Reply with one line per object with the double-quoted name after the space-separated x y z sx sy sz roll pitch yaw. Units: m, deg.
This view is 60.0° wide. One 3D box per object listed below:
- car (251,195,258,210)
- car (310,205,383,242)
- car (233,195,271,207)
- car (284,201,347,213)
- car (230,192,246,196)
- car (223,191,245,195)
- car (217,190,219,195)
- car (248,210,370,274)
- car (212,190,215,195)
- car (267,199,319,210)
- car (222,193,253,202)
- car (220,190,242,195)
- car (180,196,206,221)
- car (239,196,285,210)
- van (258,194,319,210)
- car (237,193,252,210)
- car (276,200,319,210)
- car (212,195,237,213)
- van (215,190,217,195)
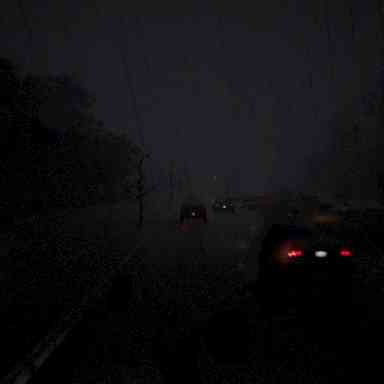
8.039 1.206 29.614 4.553 1.767 2.185 1 1 -20 "car"
8.040 1.494 14.687 4.792 1.488 2.163 1 1 -20 "car"
8.060 1.161 44.539 4.674 1.452 2.002 1 1 -20 "car"
7.896 1.442 17.614 5.366 1.575 1.946 1 1 -20 "car"
7.892 1.157 41.490 5.366 1.575 1.946 0 1 -20 "car"
8.073 1.015 53.478 4.892 1.521 2.231 1 1 -20 "car"
8.236 0.901 65.477 5.366 1.575 1.946 1 0 -20 "car"
3.098 1.538 10.497 2.033 1.411 5.357 0 0 0 "car"
7.888 0.827 74.292 5.366 1.575 1.946 1 1 -20 "car"
8.062 1.438 23.656 4.674 1.452 2.002 1 0 -20 "car"
8.068 0.954 59.444 5.008 1.535 2.097 1 1 -20 "car"
8.092 0.731 56.477 5.566 2.045 2.435 1 0 -20 "car"
0.095 1.365 25.686 1.882 1.535 5.008 0 0 0 "car"
8.091 1.235 38.586 4.792 1.488 2.163 0 1 -20 "car"
7.961 1.143 26.585 4.442 1.987 1.878 1 1 -20 "van"
7.892 1.245 35.524 5.366 1.575 1.946 0 1 -20 "car"
8.093 1.457 20.684 4.792 1.488 2.163 1 0 -20 "car"
3.096 1.346 33.772 1.994 1.385 4.181 0 1 0 "car"
7.955 0.628 71.331 4.442 1.987 1.878 1 1 -20 "van"
